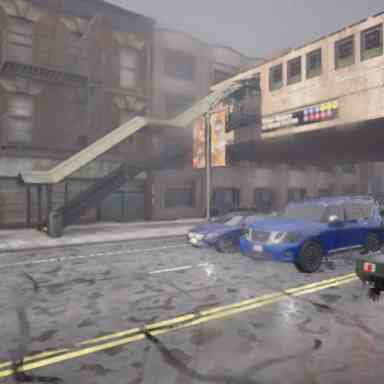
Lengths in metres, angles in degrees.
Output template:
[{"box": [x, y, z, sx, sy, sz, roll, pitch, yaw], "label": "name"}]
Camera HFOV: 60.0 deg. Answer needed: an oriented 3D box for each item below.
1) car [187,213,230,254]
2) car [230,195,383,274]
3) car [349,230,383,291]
[{"box": [1.988, 1.556, 13.767, 4.674, 1.442, 1.812, 0, 0, -34], "label": "car"}, {"box": [4.147, 1.242, 11.004, 5.566, 2.045, 2.150, 0, 0, -34], "label": "car"}, {"box": [5.925, 1.609, 7.737, 4.718, 1.301, 1.895, 0, 0, -34], "label": "car"}]
